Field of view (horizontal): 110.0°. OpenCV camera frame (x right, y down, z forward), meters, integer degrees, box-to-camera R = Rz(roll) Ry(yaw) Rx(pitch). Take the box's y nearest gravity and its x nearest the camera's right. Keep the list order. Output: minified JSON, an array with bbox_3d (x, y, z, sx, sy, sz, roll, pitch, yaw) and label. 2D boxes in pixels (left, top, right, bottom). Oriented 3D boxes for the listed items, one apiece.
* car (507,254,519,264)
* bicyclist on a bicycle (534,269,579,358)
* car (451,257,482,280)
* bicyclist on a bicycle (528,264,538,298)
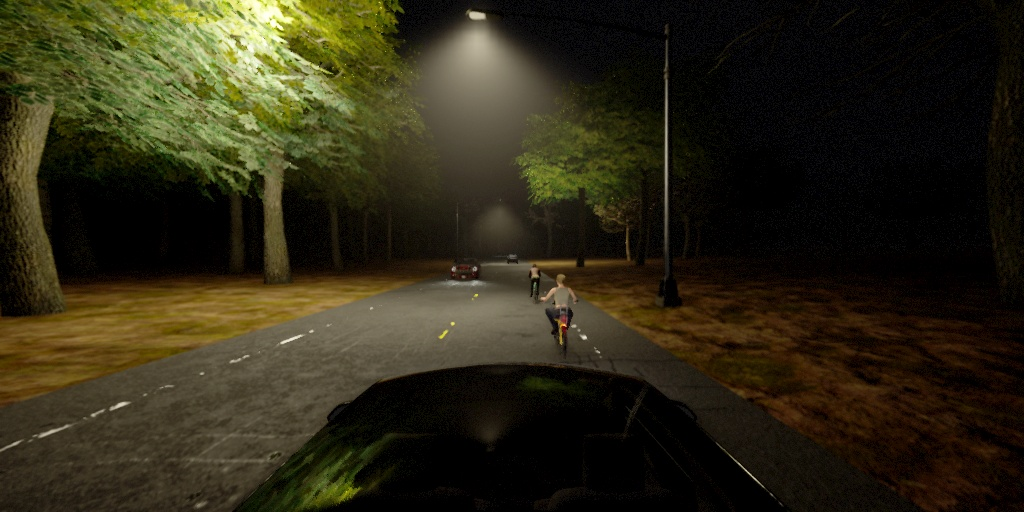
[{"bbox_3d":[0.115,0.554,63.408,2.128,1.511,4.902,0,1,0],"label":"car"},{"bbox_3d":[1.006,1.174,7.480,0.866,1.612,1.509,0,0,0],"label":"bicyclist on a bicycle"},{"bbox_3d":[-3.593,0.963,28.913,2.097,1.767,4.553,0,0,0],"label":"car"},{"bbox_3d":[0.968,1.154,15.185,0.582,1.620,1.656,0,0,0],"label":"bicyclist on a bicycle"}]
